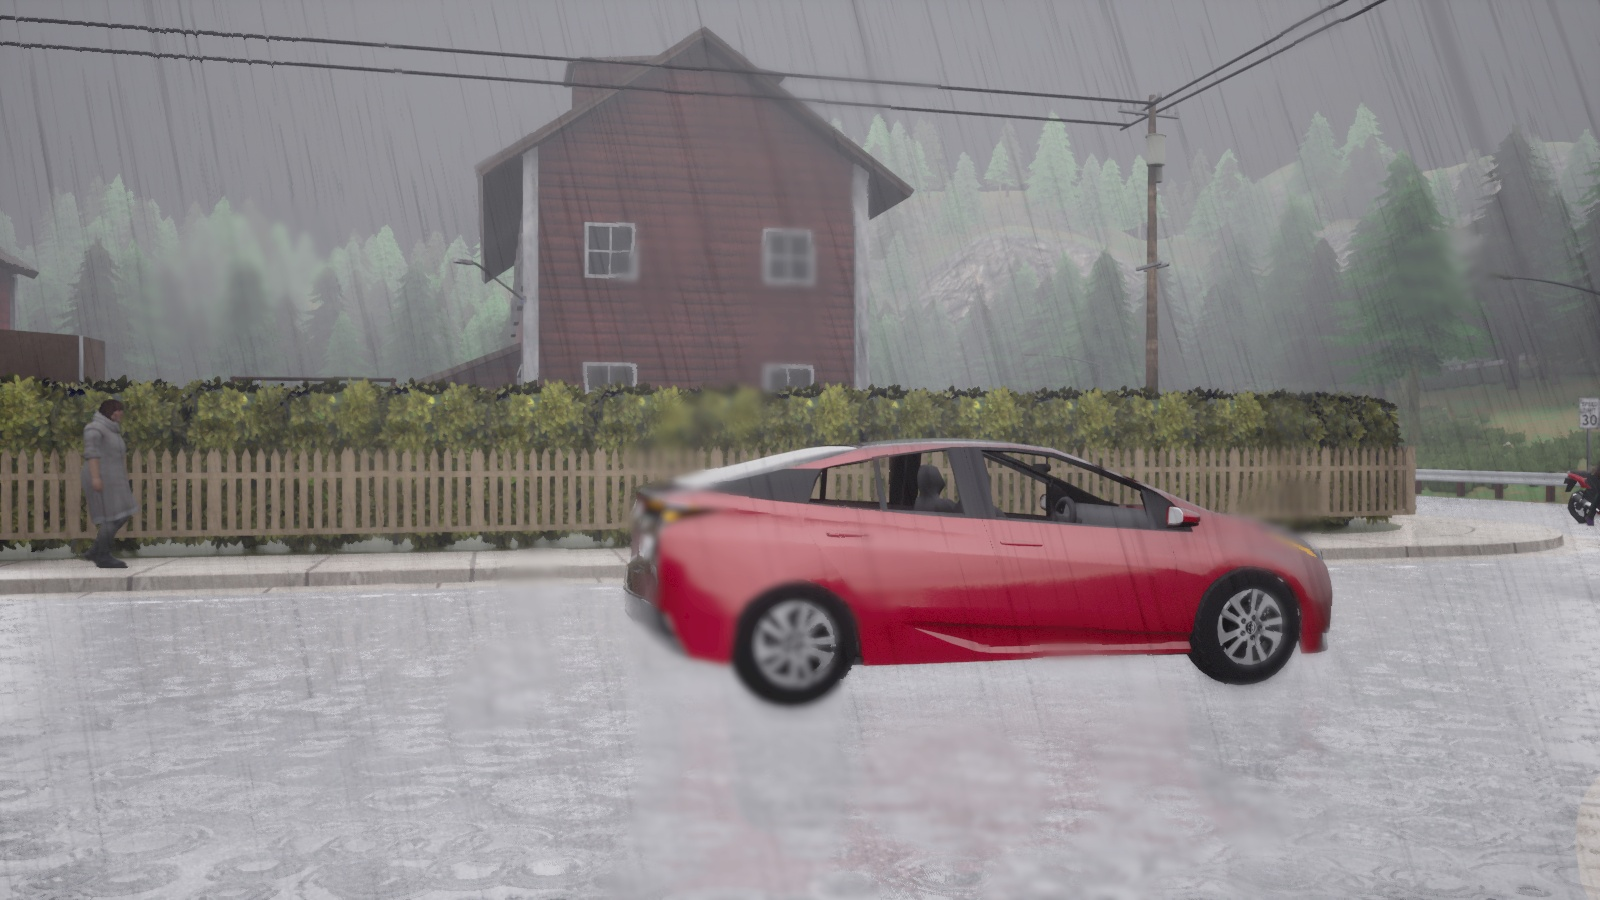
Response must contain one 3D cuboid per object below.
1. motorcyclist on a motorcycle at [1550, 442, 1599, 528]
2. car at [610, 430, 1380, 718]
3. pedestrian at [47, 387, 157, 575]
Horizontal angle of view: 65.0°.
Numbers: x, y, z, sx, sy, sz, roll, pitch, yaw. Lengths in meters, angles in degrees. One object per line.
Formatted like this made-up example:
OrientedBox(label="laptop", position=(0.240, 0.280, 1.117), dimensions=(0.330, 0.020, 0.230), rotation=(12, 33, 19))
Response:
OrientedBox(label="motorcyclist on a motorcycle", position=(14.482, 0.614, 22.301), dimensions=(0.797, 1.523, 2.044), rotation=(0, 0, -13))
OrientedBox(label="car", position=(1.131, 0.648, 8.161), dimensions=(4.514, 1.525, 2.007), rotation=(0, 0, -14))
OrientedBox(label="pedestrian", position=(-7.459, 0.320, 13.449), dimensions=(0.873, 1.952, 0.659), rotation=(0, 0, -12))
